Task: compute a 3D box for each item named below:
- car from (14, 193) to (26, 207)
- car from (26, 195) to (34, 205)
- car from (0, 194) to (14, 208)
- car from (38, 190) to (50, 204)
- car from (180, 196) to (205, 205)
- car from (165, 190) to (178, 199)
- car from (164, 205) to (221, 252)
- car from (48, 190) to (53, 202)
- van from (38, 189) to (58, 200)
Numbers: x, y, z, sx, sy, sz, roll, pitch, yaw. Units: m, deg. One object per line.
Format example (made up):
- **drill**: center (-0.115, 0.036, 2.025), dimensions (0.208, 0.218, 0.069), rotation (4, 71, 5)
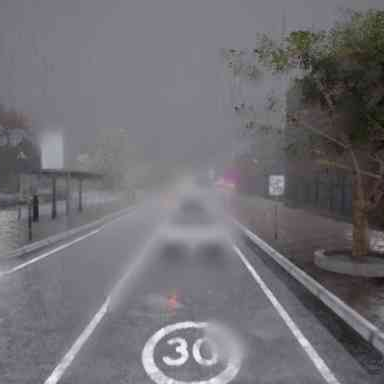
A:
- **car**: center (-22.102, 0.952, 37.746), dimensions (4.892, 1.521, 2.231), rotation (0, 1, 0)
- **car**: center (-22.141, 0.943, 40.520), dimensions (4.792, 1.488, 2.163), rotation (0, 1, 0)
- **car**: center (-22.111, 0.990, 34.971), dimensions (5.008, 1.535, 2.097), rotation (0, 1, 0)
- **car**: center (-21.930, 0.872, 43.294), dimensions (5.366, 1.575, 1.946), rotation (0, 1, 0)
- **car**: center (0.046, 1.077, 28.590), dimensions (1.837, 1.490, 4.892), rotation (0, 2, 1)
- **car**: center (-3.325, 0.414, 53.853), dimensions (2.128, 1.511, 4.902), rotation (0, 2, 0)
- **car**: center (0.040, 1.420, 12.954), dimensions (1.895, 1.301, 4.718), rotation (0, 1, 1)
- **car**: center (-22.149, 0.867, 46.071), dimensions (4.792, 1.488, 2.163), rotation (0, 1, 0)
- **van**: center (-22.006, 0.574, 48.841), dimensions (4.442, 1.987, 1.878), rotation (0, 1, 0)
